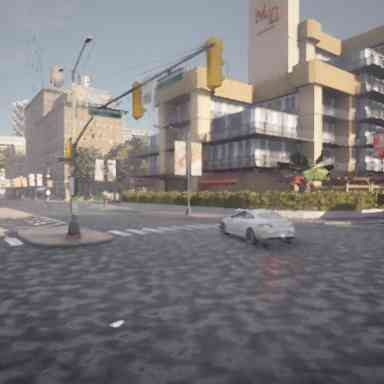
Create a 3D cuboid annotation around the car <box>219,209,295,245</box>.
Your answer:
[{"bbox_3d":[2.903,1.498,15.525,1.812,1.442,4.674,0,0,-19],"label":"car"}]
